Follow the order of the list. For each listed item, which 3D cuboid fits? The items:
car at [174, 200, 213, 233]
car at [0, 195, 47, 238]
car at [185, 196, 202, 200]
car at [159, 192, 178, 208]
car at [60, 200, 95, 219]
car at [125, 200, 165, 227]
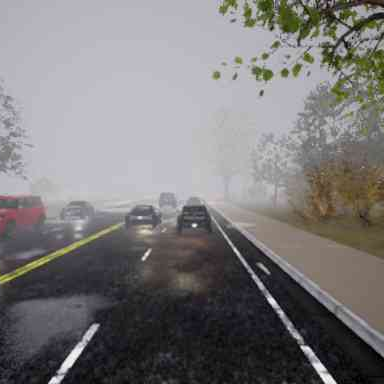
[{"bbox_3d":[0.140,1.433,19.328,1.837,1.490,4.892,0,0,0],"label":"car"},{"bbox_3d":[-9.804,1.206,17.809,2.150,2.045,5.566,0,0,0],"label":"car"},{"bbox_3d":[0.191,1.312,43.323,1.837,1.490,4.892,0,0,0],"label":"car"},{"bbox_3d":[-3.102,1.045,43.744,2.150,2.045,5.566,0,1,1],"label":"car"},{"bbox_3d":[-9.762,1.457,28.699,1.812,1.442,4.674,0,0,0],"label":"car"},{"bbox_3d":[-3.110,1.496,21.958,1.994,1.385,4.181,0,0,0],"label":"car"}]
